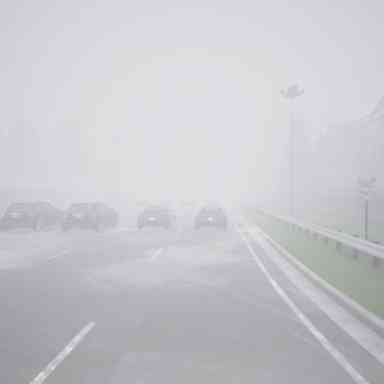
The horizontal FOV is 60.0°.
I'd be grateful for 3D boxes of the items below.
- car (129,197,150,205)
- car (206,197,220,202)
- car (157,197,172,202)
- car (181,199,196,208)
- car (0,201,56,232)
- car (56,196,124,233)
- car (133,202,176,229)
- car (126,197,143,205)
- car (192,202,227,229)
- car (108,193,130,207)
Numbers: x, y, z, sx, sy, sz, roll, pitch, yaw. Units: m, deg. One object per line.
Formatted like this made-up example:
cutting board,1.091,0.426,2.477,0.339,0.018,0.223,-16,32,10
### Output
car,-7.440,1.603,49.435,1.895,1.301,4.718,0,0,4
car,3.009,1.512,48.321,2.128,1.511,4.902,0,0,4
car,-3.982,1.499,48.703,2.128,1.511,4.902,0,0,4
car,-0.446,1.615,49.086,1.895,1.301,4.718,0,0,4
car,-9.372,1.341,20.156,2.097,1.767,4.553,0,0,4
car,-5.885,1.347,19.839,2.097,1.767,4.553,0,0,4
car,-2.243,1.567,21.782,1.994,1.385,4.181,0,0,4
car,-10.242,1.601,59.611,1.895,1.301,4.718,0,0,4
car,1.251,1.573,21.562,1.994,1.385,4.181,0,0,4
car,-10.963,1.217,49.216,2.150,2.045,5.566,0,0,4
